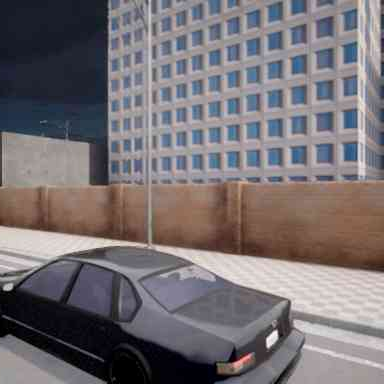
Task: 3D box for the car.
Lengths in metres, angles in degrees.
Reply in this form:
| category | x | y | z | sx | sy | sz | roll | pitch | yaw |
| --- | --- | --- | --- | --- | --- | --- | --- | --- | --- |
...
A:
| category | x | y | z | sx | sy | sz | roll | pitch | yaw |
| --- | --- | --- | --- | --- | --- | --- | --- | --- | --- |
| car | -1.221 | 1.551 | 4.862 | 5.357 | 1.411 | 2.033 | 0 | 0 | 35 |
